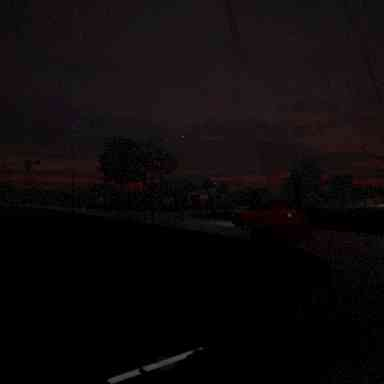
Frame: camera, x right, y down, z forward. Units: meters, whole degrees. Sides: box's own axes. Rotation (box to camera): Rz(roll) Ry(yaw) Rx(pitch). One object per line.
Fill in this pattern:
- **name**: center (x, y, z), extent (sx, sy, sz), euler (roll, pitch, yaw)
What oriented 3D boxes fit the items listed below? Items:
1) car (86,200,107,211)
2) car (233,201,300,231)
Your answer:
- **car**: center (-13.644, 1.868, 47.658), extent (1.812, 1.442, 4.674), euler (0, 0, -35)
- **car**: center (4.699, 1.432, 21.727), extent (2.097, 1.767, 4.553), euler (0, 0, -32)
